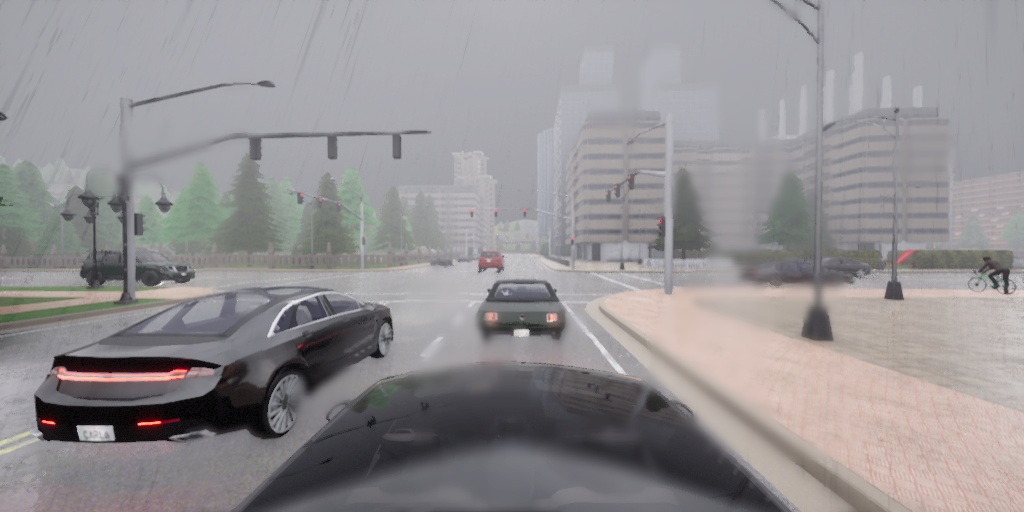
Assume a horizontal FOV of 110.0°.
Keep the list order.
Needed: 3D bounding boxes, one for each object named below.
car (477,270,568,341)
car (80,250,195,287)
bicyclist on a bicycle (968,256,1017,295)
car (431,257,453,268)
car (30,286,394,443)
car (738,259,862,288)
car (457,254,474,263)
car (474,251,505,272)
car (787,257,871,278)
[{"bbox_3d":[0.263,1.244,9.490,1.895,1.301,4.718,0,1,1],"label":"car"},{"bbox_3d":[-22.433,0.703,21.571,5.566,2.045,2.150,1,1,2],"label":"car"},{"bbox_3d":[21.181,0.850,15.850,0.582,1.620,1.656,0,0,2],"label":"bicyclist on a bicycle"},{"bbox_3d":[-8.822,0.758,45.329,1.895,1.301,4.718,0,1,2],"label":"car"},{"bbox_3d":[-3.330,1.193,5.338,2.128,1.511,4.902,0,1,1],"label":"car"},{"bbox_3d":[16.047,1.035,20.464,5.357,1.411,2.033,0,1,5],"label":"car"},{"bbox_3d":[-8.192,0.470,62.537,2.033,1.411,5.357,0,1,2],"label":"car"},{"bbox_3d":[-2.003,0.512,35.419,2.150,2.045,5.566,0,1,2],"label":"car"},{"bbox_3d":[24.219,0.897,27.240,4.892,1.490,1.837,0,1,2],"label":"car"}]
